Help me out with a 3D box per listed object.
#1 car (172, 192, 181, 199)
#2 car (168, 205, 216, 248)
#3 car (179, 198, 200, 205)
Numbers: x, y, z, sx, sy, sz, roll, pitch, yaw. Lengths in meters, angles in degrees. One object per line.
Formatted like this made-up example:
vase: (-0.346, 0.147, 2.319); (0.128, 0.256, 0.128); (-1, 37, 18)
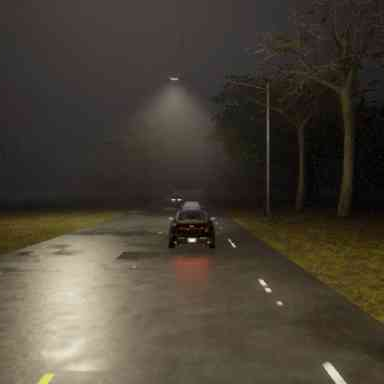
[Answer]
car: (-3.500, 0.781, 75.969); (2.033, 1.411, 5.357); (0, 1, 0)
car: (0.000, 1.518, 14.651); (1.837, 1.490, 4.892); (0, 0, 0)
car: (0.000, 1.529, 29.649); (2.033, 1.411, 5.357); (0, 0, 0)
